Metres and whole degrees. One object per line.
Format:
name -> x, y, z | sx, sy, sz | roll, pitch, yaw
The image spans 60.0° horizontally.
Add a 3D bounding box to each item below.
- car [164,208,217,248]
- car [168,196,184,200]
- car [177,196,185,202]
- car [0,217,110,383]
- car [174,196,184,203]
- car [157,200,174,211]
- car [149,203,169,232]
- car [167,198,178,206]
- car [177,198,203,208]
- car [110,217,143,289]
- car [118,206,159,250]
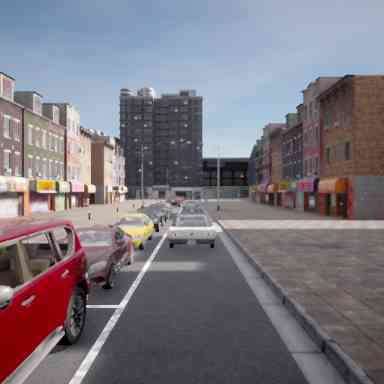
car -> 0.000, 1.617, 14.681 | 1.895, 1.301, 4.718 | 0, 0, 0
car -> -2.750, 1.357, 50.157 | 2.097, 1.767, 4.553 | 0, 0, 0
car -> -2.639, 1.576, 79.906 | 1.947, 1.339, 4.313 | 0, 0, 0
car -> -2.640, 1.314, 3.576 | 2.192, 1.841, 5.009 | 0, 0, 0
car -> -2.639, 1.574, 69.002 | 1.947, 1.339, 4.313 | 0, 0, 0
car -> -2.640, 1.567, 25.385 | 1.947, 1.339, 4.313 | 0, 0, 0
car -> -2.640, 1.566, 19.932 | 1.947, 1.339, 4.313 | 0, 0, 0
car -> -2.640, 1.553, 30.837 | 2.008, 1.369, 4.403 | 0, 0, 0
car -> 0.000, 1.566, 29.651 | 2.033, 1.411, 5.357 | 0, 0, 0
car -> -2.639, 1.581, 9.028 | 1.802, 1.307, 4.206 | 0, 0, 0
car -> -2.640, 1.525, 14.311 | 1.752, 1.417, 4.829 | 0, 0, 0
